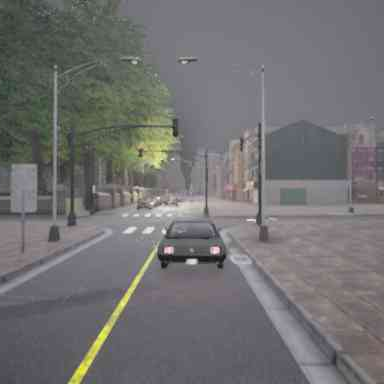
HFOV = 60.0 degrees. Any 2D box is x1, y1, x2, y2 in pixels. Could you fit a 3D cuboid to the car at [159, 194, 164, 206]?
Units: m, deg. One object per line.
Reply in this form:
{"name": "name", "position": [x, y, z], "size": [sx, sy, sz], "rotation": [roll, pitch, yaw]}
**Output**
{"name": "car", "position": [-5.557, 1.382, 46.779], "size": [2.008, 1.369, 4.403], "rotation": [1, 0, 0]}

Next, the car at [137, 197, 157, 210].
{"name": "car", "position": [-5.565, 1.371, 41.618], "size": [1.752, 1.417, 4.829], "rotation": [1, 0, 0]}

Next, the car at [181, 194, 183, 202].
{"name": "car", "position": [-3.105, 1.148, 64.391], "size": [2.097, 1.767, 4.553], "rotation": [0, 0, 0]}

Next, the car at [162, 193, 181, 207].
{"name": "car", "position": [-3.021, 1.320, 47.641], "size": [2.128, 1.511, 4.902], "rotation": [0, 0, 0]}

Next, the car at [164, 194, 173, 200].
{"name": "car", "position": [-5.876, 1.228, 84.929], "size": [1.967, 1.590, 4.097], "rotation": [1, 0, 0]}

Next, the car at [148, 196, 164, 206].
{"name": "car", "position": [-5.603, 1.383, 52.230], "size": [1.947, 1.339, 4.313], "rotation": [1, 0, 0]}

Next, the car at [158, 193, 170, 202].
{"name": "car", "position": [-5.736, 1.106, 68.579], "size": [2.192, 1.841, 5.009], "rotation": [1, 0, 0]}

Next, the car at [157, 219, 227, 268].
{"name": "car", "position": [0.023, 1.554, 11.022], "size": [1.895, 1.301, 4.718], "rotation": [0, 0, 1]}

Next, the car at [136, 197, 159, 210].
{"name": "car", "position": [-5.524, 1.403, 39.644], "size": [2.008, 1.369, 4.403], "rotation": [1, 0, 0]}

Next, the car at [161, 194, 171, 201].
{"name": "car", "position": [-5.784, 1.228, 74.030], "size": [1.967, 1.590, 4.097], "rotation": [1, 0, 0]}
